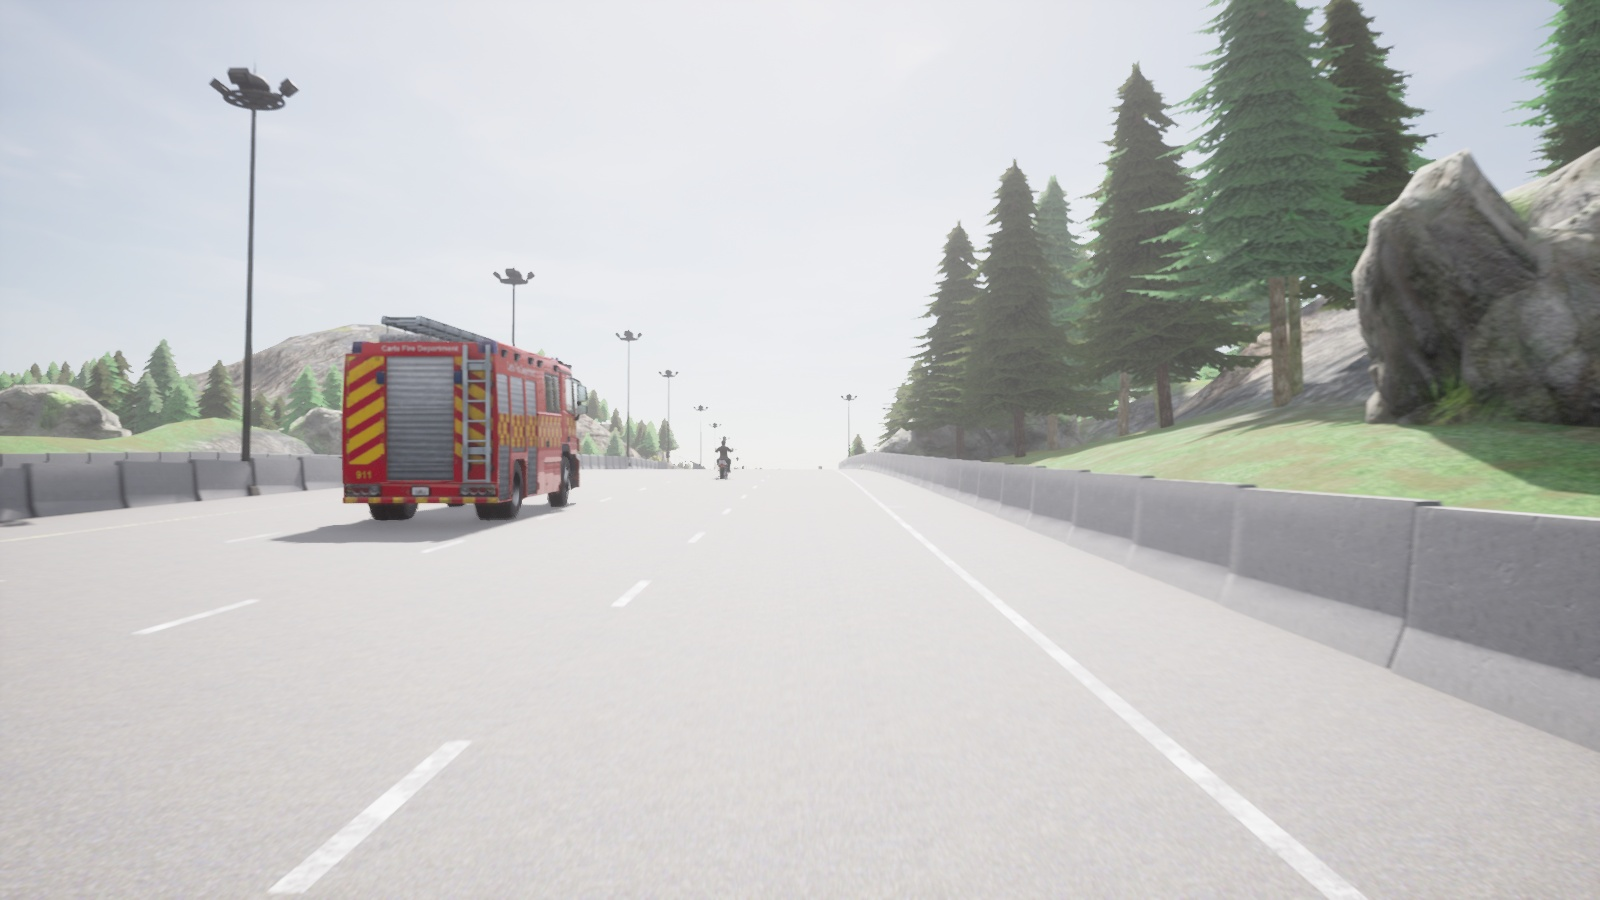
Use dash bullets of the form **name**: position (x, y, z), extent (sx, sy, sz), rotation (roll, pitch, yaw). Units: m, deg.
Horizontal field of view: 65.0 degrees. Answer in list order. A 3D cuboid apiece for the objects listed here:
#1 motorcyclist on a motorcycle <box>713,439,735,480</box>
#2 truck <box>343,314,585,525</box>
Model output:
- **motorcyclist on a motorcycle**: position (-3.185, 0.394, 52.612), extent (0.766, 1.649, 2.350), rotation (0, 0, 0)
- **truck**: position (-6.830, -0.585, 27.014), extent (2.891, 3.827, 8.468), rotation (0, 0, 0)
